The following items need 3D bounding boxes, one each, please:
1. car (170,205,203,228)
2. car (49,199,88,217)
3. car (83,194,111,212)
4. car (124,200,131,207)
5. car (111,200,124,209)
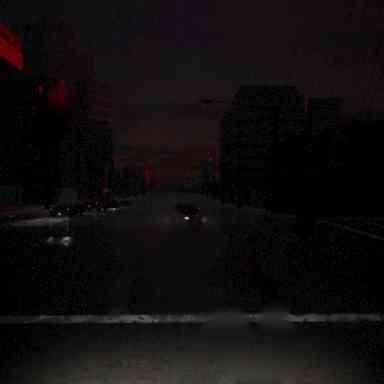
[{"bbox_3d":[-0.385,1.513,21.581,1.994,1.385,4.181,0,0,-2],"label":"car"},{"bbox_3d":[-11.411,1.574,30.620,1.895,1.301,4.718,0,-1,-2],"label":"car"},{"bbox_3d":[-11.776,1.307,40.315,2.150,2.045,5.566,0,-1,-2],"label":"car"},{"bbox_3d":[-12.498,2.055,61.609,1.895,1.301,4.718,0,-1,-2],"label":"car"},{"bbox_3d":[-12.102,1.823,50.213,1.994,1.385,4.181,0,-1,-1],"label":"car"}]
